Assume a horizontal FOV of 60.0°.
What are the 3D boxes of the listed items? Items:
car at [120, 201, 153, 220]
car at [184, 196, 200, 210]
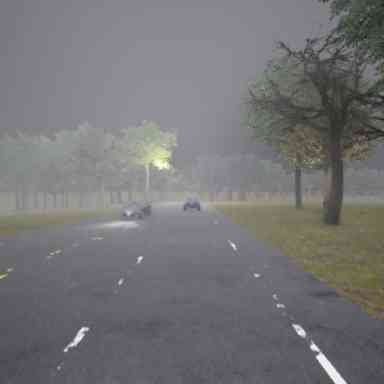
[{"bbox_3d":[-4.767,1.543,29.074,2.128,1.511,4.902,0,0,7],"label":"car"},{"bbox_3d":[-0.012,1.466,44.193,2.097,1.767,4.553,0,0,0],"label":"car"}]
